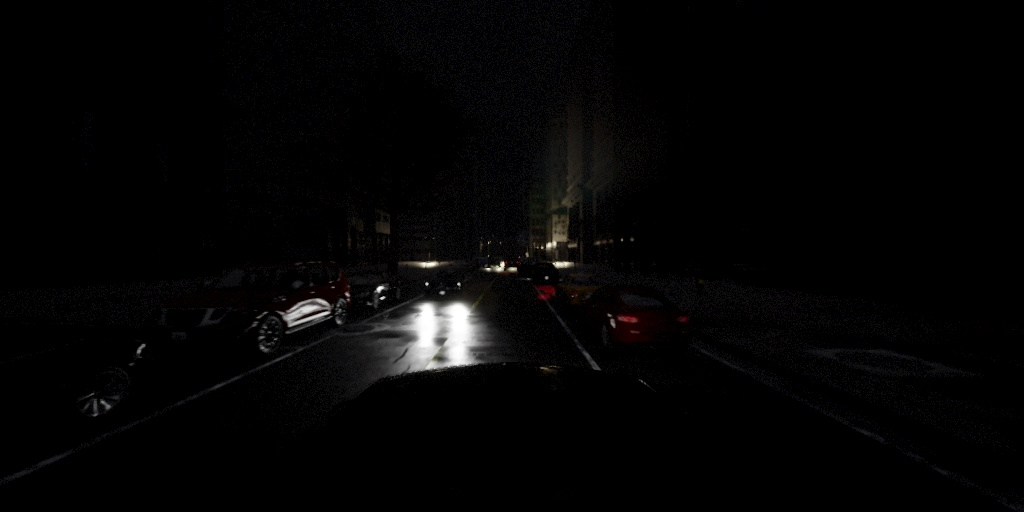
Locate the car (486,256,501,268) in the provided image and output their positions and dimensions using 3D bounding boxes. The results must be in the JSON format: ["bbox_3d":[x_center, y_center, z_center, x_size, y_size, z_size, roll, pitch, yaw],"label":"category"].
[{"bbox_3d":[-3.020,0.979,60.160,2.150,2.045,5.566,0,0,1],"label":"car"}]

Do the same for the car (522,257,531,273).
[{"bbox_3d":[2.765,1.172,48.473,1.967,1.591,4.097,0,0,0],"label":"car"}]

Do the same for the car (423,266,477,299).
[{"bbox_3d":[-3.099,1.341,18.237,1.895,1.301,4.718,0,0,0],"label":"car"}]

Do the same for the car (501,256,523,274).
[{"bbox_3d":[0.021,0.957,49.023,2.150,2.045,5.566,0,0,0],"label":"car"}]

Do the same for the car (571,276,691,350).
[{"bbox_3d":[2.763,1.327,8.730,1.802,1.307,4.207,0,0,0],"label":"car"}]

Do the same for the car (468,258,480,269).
[{"bbox_3d":[-5.760,1.315,48.465,1.802,1.307,4.207,0,0,0],"label":"car"}]

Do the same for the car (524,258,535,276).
[{"bbox_3d":[2.765,1.284,42.795,2.007,1.370,4.403,0,0,0],"label":"car"}]

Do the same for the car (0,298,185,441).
[{"bbox_3d":[-5.762,1.315,3.046,1.948,1.339,4.313,0,0,0],"label":"car"}]

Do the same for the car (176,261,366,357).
[{"bbox_3d":[-5.762,1.060,8.724,2.192,1.841,5.009,0,0,0],"label":"car"}]

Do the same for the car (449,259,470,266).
[{"bbox_3d":[-5.760,1.260,36.940,1.751,1.417,4.829,0,0,0],"label":"car"}]

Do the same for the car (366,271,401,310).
[{"bbox_3d":[-5.761,1.293,14.401,2.007,1.370,4.403,0,0,0],"label":"car"}]

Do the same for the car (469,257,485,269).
[{"bbox_3d":[-5.759,1.047,54.142,2.192,1.841,5.009,0,0,0],"label":"car"}]

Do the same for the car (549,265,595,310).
[{"bbox_3d":[2.764,1.268,14.578,1.751,1.417,4.829,0,0,0],"label":"car"}]

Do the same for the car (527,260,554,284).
[{"bbox_3d":[2.357,1.242,26.819,1.837,1.490,4.892,0,0,0],"label":"car"}]

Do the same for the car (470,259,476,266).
[{"bbox_3d":[-5.760,1.316,42.788,1.802,1.307,4.207,0,0,0],"label":"car"}]
